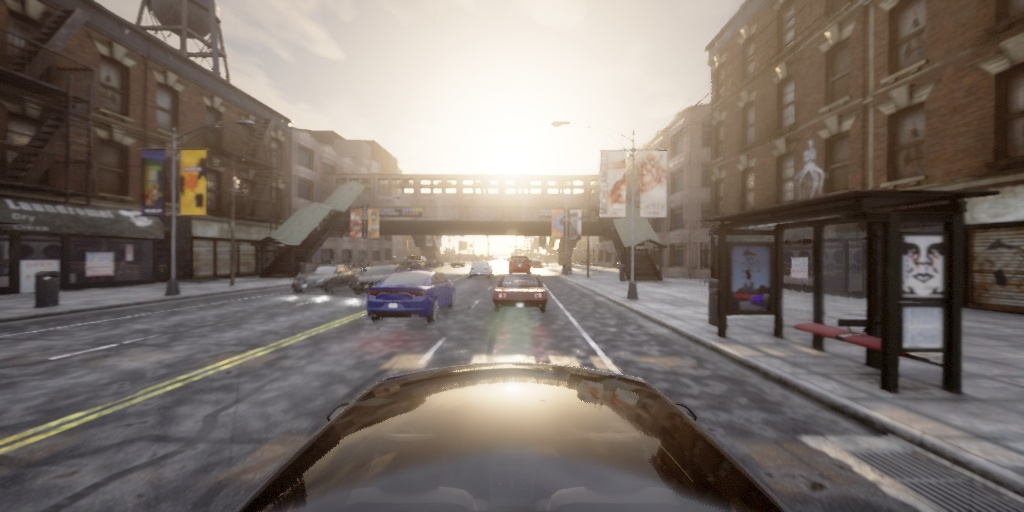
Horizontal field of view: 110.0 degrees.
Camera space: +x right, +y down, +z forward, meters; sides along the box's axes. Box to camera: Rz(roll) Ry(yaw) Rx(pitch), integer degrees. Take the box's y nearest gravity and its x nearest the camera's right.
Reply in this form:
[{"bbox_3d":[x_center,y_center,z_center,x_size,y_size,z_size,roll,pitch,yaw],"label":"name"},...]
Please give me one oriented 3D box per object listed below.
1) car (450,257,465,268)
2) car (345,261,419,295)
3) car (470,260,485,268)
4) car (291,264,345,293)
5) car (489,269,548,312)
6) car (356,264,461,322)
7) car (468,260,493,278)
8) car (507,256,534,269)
[{"bbox_3d":[-9.264,1.261,61.294,1.994,1.385,4.181,0,0,2],"label":"car"},{"bbox_3d":[-6.782,1.213,19.294,1.837,1.490,4.892,0,0,1],"label":"car"},{"bbox_3d":[-5.766,1.321,60.782,1.895,1.301,4.718,0,0,2],"label":"car"},{"bbox_3d":[-10.265,1.212,20.148,1.812,1.442,4.674,0,0,1],"label":"car"},{"bbox_3d":[0.317,1.354,14.248,1.895,1.301,4.718,0,0,1],"label":"car"},{"bbox_3d":[-3.208,1.208,12.270,1.882,1.535,5.008,0,0,1],"label":"car"},{"bbox_3d":[-2.816,1.262,33.241,1.812,1.442,4.674,0,0,1],"label":"car"},{"bbox_3d":[0.736,0.980,35.099,2.150,2.045,5.566,0,0,1],"label":"car"}]
